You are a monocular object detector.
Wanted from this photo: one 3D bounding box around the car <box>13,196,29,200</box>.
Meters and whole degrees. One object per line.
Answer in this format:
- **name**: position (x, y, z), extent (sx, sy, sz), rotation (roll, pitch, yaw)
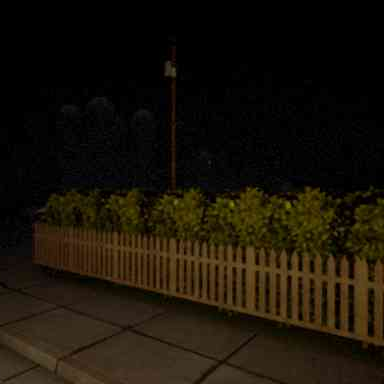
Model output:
- **car**: position (-27.337, 1.323, 52.902), extent (4.193, 1.474, 1.816), rotation (0, 0, 35)
